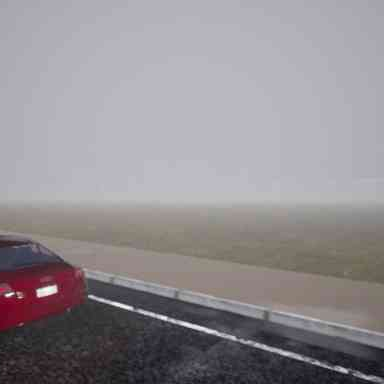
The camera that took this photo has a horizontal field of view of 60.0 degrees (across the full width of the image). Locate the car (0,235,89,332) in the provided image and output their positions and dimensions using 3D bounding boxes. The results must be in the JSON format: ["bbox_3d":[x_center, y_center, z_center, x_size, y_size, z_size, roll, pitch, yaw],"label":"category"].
[{"bbox_3d":[-3.947,1.552,6.494,4.181,1.385,1.994,0,0,36],"label":"car"}]
